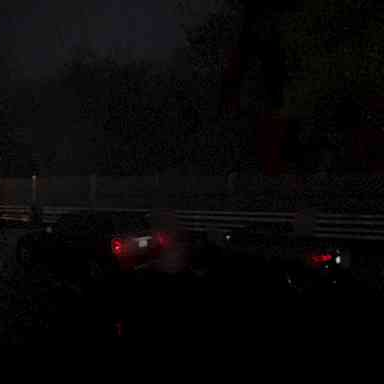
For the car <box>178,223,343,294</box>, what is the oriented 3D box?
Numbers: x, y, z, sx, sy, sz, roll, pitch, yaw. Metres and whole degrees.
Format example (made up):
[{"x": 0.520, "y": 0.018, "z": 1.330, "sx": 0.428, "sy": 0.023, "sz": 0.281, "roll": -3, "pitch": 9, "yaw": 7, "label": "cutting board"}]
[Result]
[{"x": 1.686, "y": 1.523, "z": 8.767, "sx": 4.181, "sy": 1.385, "sz": 1.994, "roll": 0, "pitch": 0, "yaw": 35, "label": "car"}]

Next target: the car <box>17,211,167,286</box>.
[{"x": -2.998, "y": 1.316, "z": 9.539, "sx": 4.553, "sy": 1.767, "sz": 2.097, "roll": 0, "pitch": 0, "yaw": 34, "label": "car"}]
